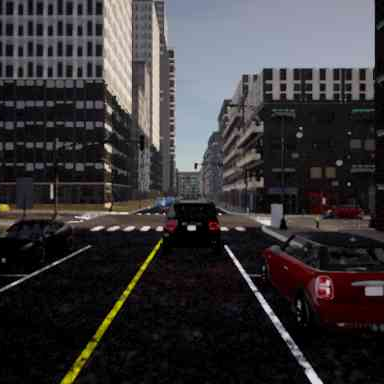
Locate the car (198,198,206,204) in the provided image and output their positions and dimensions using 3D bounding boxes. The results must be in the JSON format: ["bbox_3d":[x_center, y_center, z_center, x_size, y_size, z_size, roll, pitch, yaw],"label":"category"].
[{"bbox_3d":[2.643,2.413,89.966,1.887,1.381,4.507,0,-1,0],"label":"car"}]

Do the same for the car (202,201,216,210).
[{"bbox_3d":[2.662,2.059,51.730,1.947,1.339,4.313,0,-1,0],"label":"car"}]

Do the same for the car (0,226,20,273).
[{"bbox_3d":[-5.696,1.631,6.836,1.947,1.339,4.313,0,-1,0],"label":"car"}]

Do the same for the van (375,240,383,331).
[{"bbox_3d":[2.686,1.354,1.293,1.690,1.788,3.998,0,-1,0],"label":"van"}]

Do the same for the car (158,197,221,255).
[{"bbox_3d":[-0.005,1.350,14.036,2.150,2.045,5.566,0,0,0],"label":"car"}]

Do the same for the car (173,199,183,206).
[{"bbox_3d":[-3.038,2.253,74.259,2.033,1.411,5.357,0,-1,0],"label":"car"}]

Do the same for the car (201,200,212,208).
[{"bbox_3d":[2.657,2.135,61.697,1.887,1.381,4.507,0,-1,0],"label":"car"}]

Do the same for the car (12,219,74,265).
[{"bbox_3d":[-5.699,1.680,12.082,1.947,1.339,4.313,0,-1,0],"label":"car"}]

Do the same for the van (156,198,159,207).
[{"bbox_3d":[-5.724,1.932,61.694,1.690,1.788,3.998,0,-1,0],"label":"van"}]

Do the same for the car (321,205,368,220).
[{"bbox_3d":[16.009,2.095,35.543,4.097,1.590,1.967,1,-1,-1],"label":"car"}]

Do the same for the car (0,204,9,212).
[{"bbox_3d":[-22.049,1.460,35.187,4.829,1.417,1.752,1,-1,-1],"label":"car"}]

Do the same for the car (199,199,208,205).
[{"bbox_3d":[2.649,2.307,78.659,2.008,1.369,4.403,0,-1,0],"label":"car"}]

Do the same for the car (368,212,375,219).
[{"bbox_3d":[21.360,2.282,35.603,4.829,1.417,1.752,1,-1,-1],"label":"car"}]

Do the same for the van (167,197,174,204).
[{"bbox_3d":[-5.738,2.209,89.964,1.690,1.788,3.998,0,-1,0],"label":"van"}]

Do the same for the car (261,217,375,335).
[{"bbox_3d":[2.684,1.505,6.843,1.967,1.590,4.097,0,-1,0],"label":"car"}]

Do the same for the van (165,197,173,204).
[{"bbox_3d":[-5.735,2.154,84.310,1.690,1.788,3.998,0,-1,0],"label":"van"}]
